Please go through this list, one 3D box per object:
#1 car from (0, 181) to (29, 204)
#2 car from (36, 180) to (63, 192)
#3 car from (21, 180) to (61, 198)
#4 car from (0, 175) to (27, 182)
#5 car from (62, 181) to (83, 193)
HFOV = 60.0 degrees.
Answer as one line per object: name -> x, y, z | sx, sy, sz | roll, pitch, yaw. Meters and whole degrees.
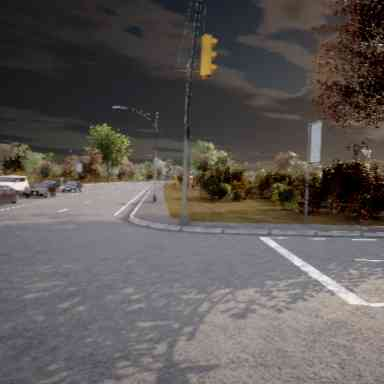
car -> -13.682, 0.219, 23.191 | 2.033, 1.411, 5.357 | 1, 2, -6
car -> -19.292, -0.851, 45.271 | 1.837, 1.490, 4.892 | 1, 2, -5
car -> -14.565, -0.150, 32.384 | 1.994, 1.385, 4.181 | 1, 2, -5
car -> -18.132, -0.621, 32.978 | 2.150, 2.045, 5.566 | 1, 2, -5
car -> -15.628, -0.682, 43.687 | 1.837, 1.490, 4.892 | 1, 2, -5
